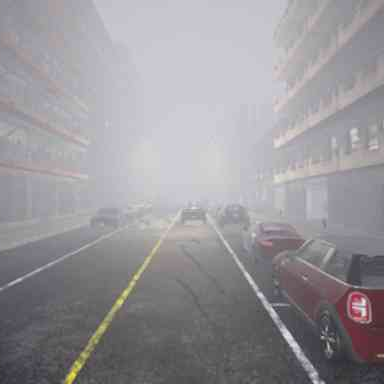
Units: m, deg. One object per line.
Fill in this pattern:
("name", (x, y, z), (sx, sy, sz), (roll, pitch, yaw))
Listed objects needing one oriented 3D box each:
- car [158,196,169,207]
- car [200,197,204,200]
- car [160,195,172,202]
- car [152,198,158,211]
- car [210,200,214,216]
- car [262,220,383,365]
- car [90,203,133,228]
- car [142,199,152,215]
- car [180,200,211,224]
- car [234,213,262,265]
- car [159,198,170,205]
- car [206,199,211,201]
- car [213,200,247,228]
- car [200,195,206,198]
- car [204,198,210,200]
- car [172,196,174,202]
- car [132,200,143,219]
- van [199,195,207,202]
("car", (-5.597, 1.775, 56.977), (2.008, 1.369, 4.403), (1, 0, 0))
("car", (0.161, 1.734, 42.158), (1.994, 1.385, 4.181), (0, 0, 0))
("car", (-5.585, 1.559, 62.648), (2.192, 1.841, 5.009), (1, 0, 0))
("car", (-5.620, 1.601, 39.965), (1.967, 1.590, 4.097), (1, 0, 0))
("car", (2.742, 1.663, 28.546), (1.887, 1.381, 4.507), (1, 0, 0))
("car", (2.711, 1.466, 5.863), (1.967, 1.590, 4.097), (1, 0, 0))
("car", (-5.646, 1.661, 22.952), (1.947, 1.339, 4.313), (1, 0, 0))
("car", (-5.630, 1.690, 34.293), (2.008, 1.369, 4.403), (1, 0, 0))
("car", (0.137, 1.598, 25.989), (2.128, 1.511, 4.902), (0, 0, 0))
("car", (2.719, 1.631, 11.535), (1.802, 1.307, 4.206), (1, 0, 0))
("car", (-5.582, 1.845, 68.319), (1.802, 1.307, 4.206), (1, 0, 0))
("car", (2.750, 1.691, 34.216), (2.008, 1.369, 4.403), (1, 0, 0))
("car", (2.735, 1.536, 22.874), (1.967, 1.590, 4.097), (1, 0, 0))
("car", (2.791, 1.789, 62.569), (1.887, 1.381, 4.507), (1, 0, 0))
("car", (2.758, 1.713, 39.887), (2.008, 1.369, 4.403), (1, 0, 0))
("car", (-5.555, 1.761, 85.333), (1.967, 1.590, 4.097), (1, 0, 0))
("car", (-5.638, 1.642, 28.452), (1.752, 1.417, 4.829), (1, 0, 0))
("van", (2.793, 1.663, 85.252), (1.690, 1.788, 3.998), (1, 0, 0))
